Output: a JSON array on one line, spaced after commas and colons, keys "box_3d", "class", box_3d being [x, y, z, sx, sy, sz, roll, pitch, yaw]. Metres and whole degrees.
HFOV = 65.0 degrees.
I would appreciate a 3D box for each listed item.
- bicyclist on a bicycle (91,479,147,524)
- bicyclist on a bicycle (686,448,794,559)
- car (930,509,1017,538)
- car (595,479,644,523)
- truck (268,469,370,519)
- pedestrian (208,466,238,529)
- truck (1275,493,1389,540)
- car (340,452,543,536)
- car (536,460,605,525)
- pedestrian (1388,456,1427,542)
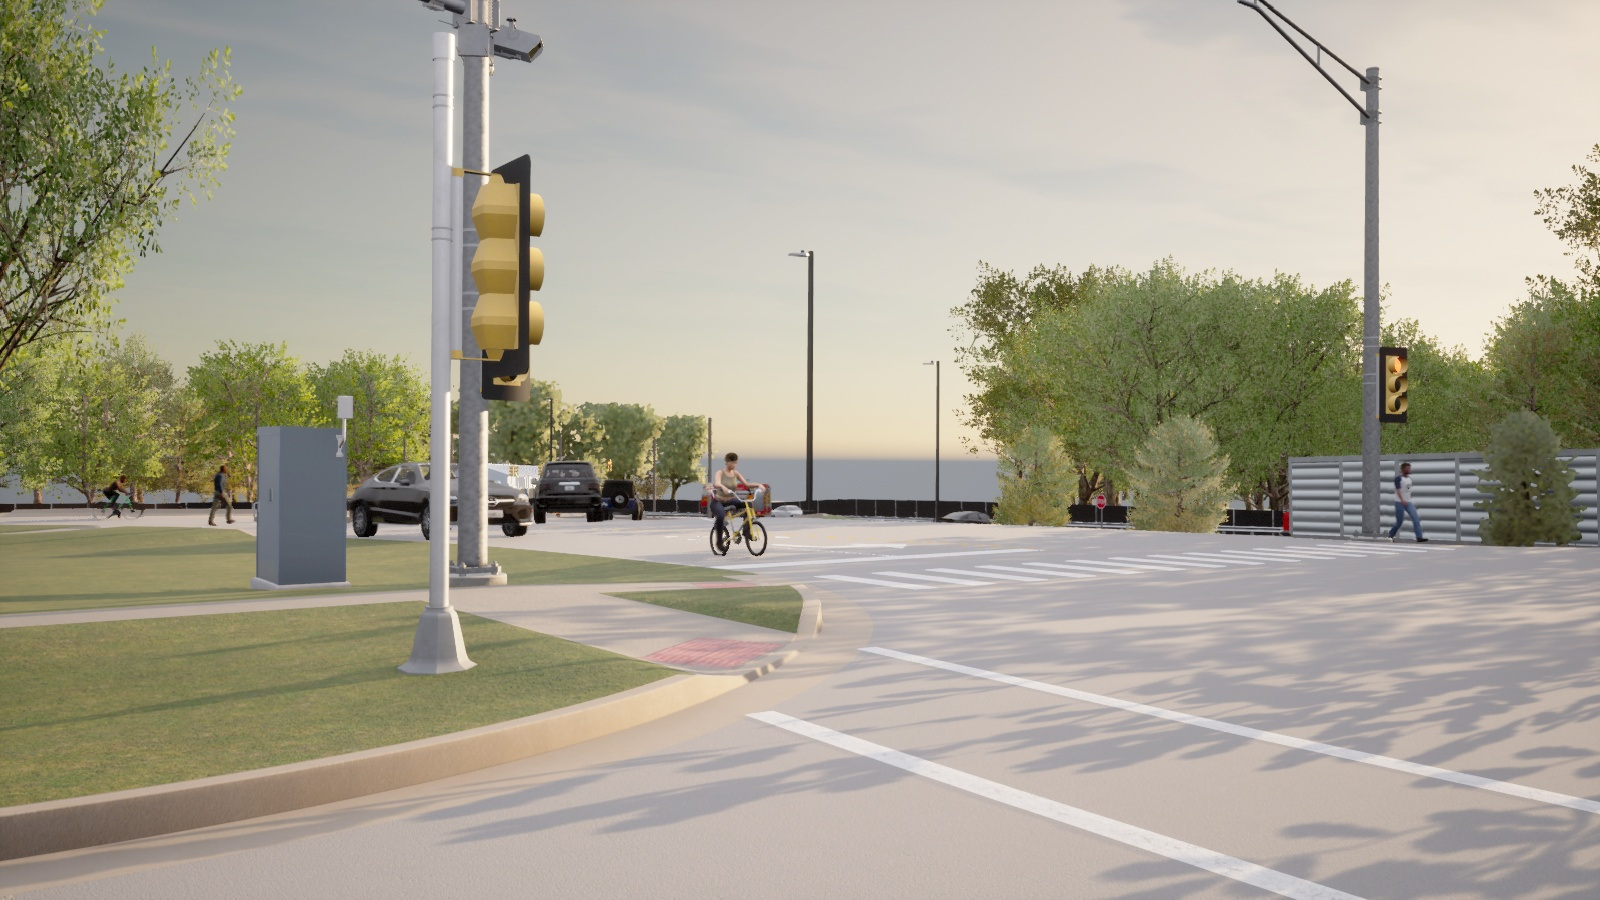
[{"box_3d": [-24.531, 1.848, 45.256, 1.656, 1.620, 0.582, 0, -1, -15], "class": "bicyclist on a bicycle"}, {"box_3d": [-0.931, 0.833, 19.184, 0.866, 1.612, 1.509, 0, -5, -39], "class": "bicyclist on a bicycle"}, {"box_3d": [9.946, 4.207, 71.772, 5.008, 1.535, 1.882, 3, -2, -37], "class": "car"}, {"box_3d": [-8.237, 2.355, 57.666, 1.905, 1.878, 3.866, 1, -3, -4], "class": "car"}, {"box_3d": [-34.732, 3.229, 91.132, 2.891, 3.462, 7.936, 0, -2, 13], "class": "truck"}, {"box_3d": [-17.167, 1.398, 37.360, 0.370, 1.835, 0.726, 0, 0, 41], "class": "pedestrian"}, {"box_3d": [29.354, 3.628, 69.493, 2.627, 2.467, 5.204, 0, -2, -32], "class": "truck"}, {"box_3d": [-7.846, 0.948, 27.163, 2.152, 1.651, 5.027, 0, -2, -43], "class": "car"}, {"box_3d": [-7.961, 1.526, 43.126, 2.150, 2.045, 5.566, -1, -3, -12], "class": "car"}, {"box_3d": [13.107, 1.044, 27.099, 0.354, 1.836, 0.706, 0, 0, -21], "class": "pedestrian"}]
